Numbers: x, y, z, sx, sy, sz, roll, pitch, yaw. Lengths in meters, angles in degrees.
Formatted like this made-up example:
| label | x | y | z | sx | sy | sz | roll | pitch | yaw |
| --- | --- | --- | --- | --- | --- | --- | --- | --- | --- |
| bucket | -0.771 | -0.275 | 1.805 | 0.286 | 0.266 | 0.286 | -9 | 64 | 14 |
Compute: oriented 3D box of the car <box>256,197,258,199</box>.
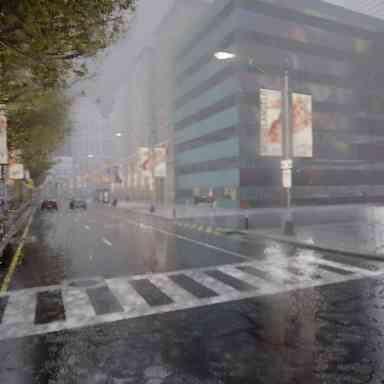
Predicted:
| label | x | y | z | sx | sy | sz | roll | pitch | yaw |
| --- | --- | --- | --- | --- | --- | --- | --- | --- | --- |
| car | 13.078 | 1.053 | 56.817 | 1.895 | 1.301 | 4.718 | -1 | 0 | -25 |

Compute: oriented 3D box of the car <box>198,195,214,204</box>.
| label | x | y | z | sx | sy | sz | roll | pitch | yaw |
| --- | --- | --- | --- | --- | --- | --- | --- | --- | --- |
| car | 2.347 | 1.199 | 52.393 | 2.161 | 1.482 | 4.786 | -1 | 0 | -25 |

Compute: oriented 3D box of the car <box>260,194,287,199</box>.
| label | x | y | z | sx | sy | sz | roll | pitch | yaw |
| --- | --- | --- | --- | --- | --- | --- | --- | --- | --- |
| car | 11.143 | 0.989 | 42.995 | 2.002 | 1.452 | 4.674 | -1 | 0 | -25 |

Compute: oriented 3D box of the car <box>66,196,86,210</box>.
| label | x | y | z | sx | sy | sz | roll | pitch | yaw |
| --- | --- | --- | --- | --- | --- | --- | --- | --- | --- |
| car | -15.633 | 1.605 | 45.526 | 2.128 | 1.511 | 4.902 | -1 | 0 | -25 |

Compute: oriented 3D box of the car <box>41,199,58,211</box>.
| label | x | y | z | sx | sy | sz | roll | pitch | yaw |
| --- | --- | --- | --- | --- | --- | --- | --- | --- | --- |
| car | -19.191 | 1.653 | 44.786 | 1.882 | 1.535 | 5.008 | -1 | 0 | -24 |

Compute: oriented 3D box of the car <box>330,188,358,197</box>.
| label | x | y | z | sx | sy | sz | roll | pitch | yaw |
| --- | --- | --- | --- | --- | --- | --- | --- | --- | --- |
| car | 29.562 | 0.312 | 65.232 | 2.435 | 2.045 | 5.566 | -1 | 0 | -25 |
